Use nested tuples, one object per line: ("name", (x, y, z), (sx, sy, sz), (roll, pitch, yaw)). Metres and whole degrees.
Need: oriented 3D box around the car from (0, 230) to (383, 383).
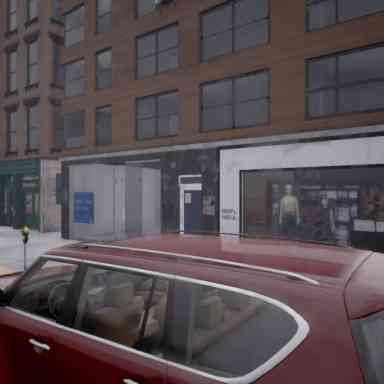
("car", (-0.490, 1.315, 3.164), (5.009, 1.841, 2.192), (0, 0, 36))
